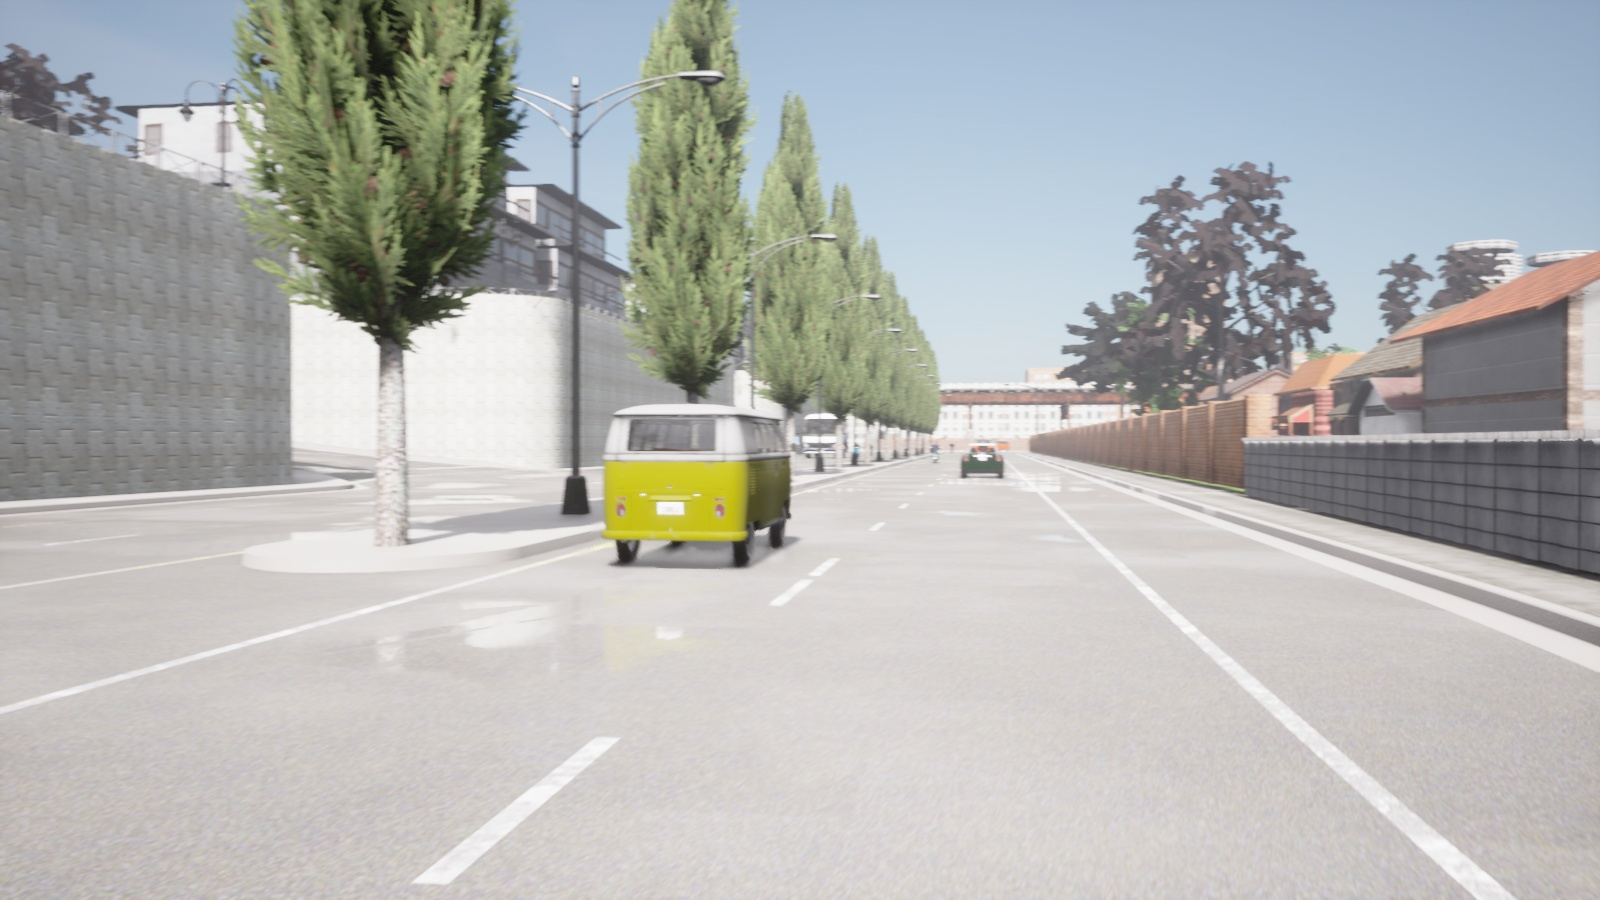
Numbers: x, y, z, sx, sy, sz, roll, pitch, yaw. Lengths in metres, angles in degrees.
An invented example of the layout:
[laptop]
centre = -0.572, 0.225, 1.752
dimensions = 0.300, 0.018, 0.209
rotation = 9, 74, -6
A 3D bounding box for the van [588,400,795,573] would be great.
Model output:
[van]
centre = -1.278, 0.401, 16.711
dimensions = 1.775, 1.987, 4.442
rotation = 0, 0, 8

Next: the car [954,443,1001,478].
[car]
centre = 7.688, 0.420, 54.366
dimensions = 1.970, 1.475, 3.806
rotation = 0, 0, 8
